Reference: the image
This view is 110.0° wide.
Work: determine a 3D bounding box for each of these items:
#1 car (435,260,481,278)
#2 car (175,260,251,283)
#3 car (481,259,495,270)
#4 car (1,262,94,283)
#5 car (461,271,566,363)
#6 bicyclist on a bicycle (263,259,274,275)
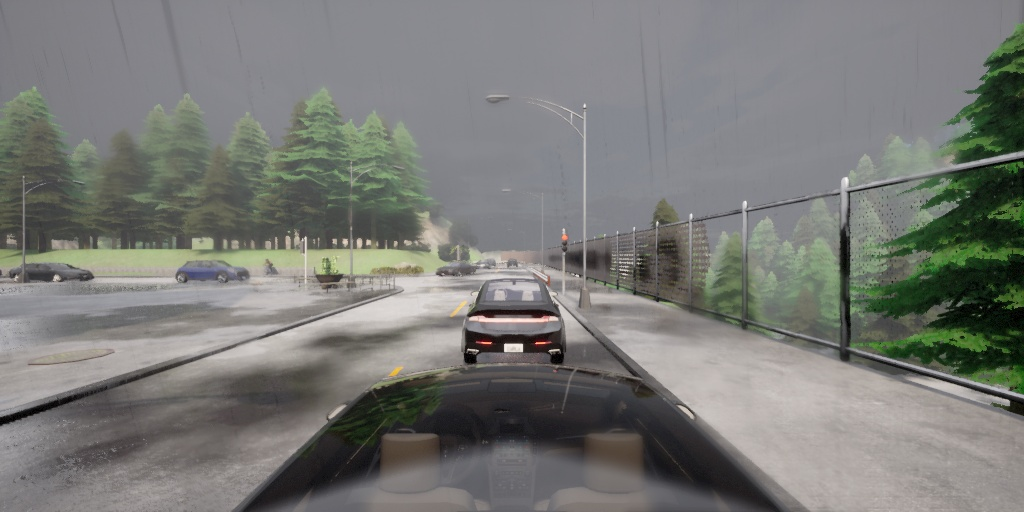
[{"bbox_3d":[-5.325,1.298,34.973,2.033,1.411,5.357,0,0,20],"label":"car"},{"bbox_3d":[-22.531,1.102,27.173,4.553,1.767,2.097,0,0,0],"label":"car"},{"bbox_3d":[-4.093,1.243,52.041,2.128,1.511,4.902,0,0,0],"label":"car"},{"bbox_3d":[-34.807,1.250,27.185,4.892,1.490,1.837,1,0,0],"label":"car"},{"bbox_3d":[0.047,1.241,8.092,2.128,1.511,4.902,0,0,1],"label":"car"},{"bbox_3d":[-24.155,1.099,35.572,0.582,1.620,1.656,0,0,0],"label":"bicyclist on a bicycle"}]
